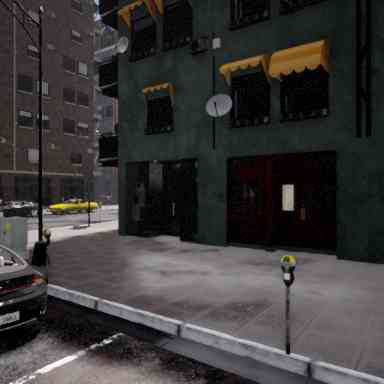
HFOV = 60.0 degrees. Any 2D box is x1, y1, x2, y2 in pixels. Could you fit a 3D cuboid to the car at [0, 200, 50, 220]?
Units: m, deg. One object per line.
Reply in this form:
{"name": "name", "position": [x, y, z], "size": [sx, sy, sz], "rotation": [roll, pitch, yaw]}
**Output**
{"name": "car", "position": [-13.928, 1.348, 25.982], "size": [2.008, 1.369, 4.403], "rotation": [1, 1, 35]}

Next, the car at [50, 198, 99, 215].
{"name": "car", "position": [-10.840, 1.248, 30.408], "size": [1.752, 1.417, 4.829], "rotation": [1, 1, 35]}

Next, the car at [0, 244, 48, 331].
{"name": "car", "position": [-4.355, 1.551, 5.976], "size": [4.403, 1.369, 2.008], "rotation": [0, 0, 35]}
